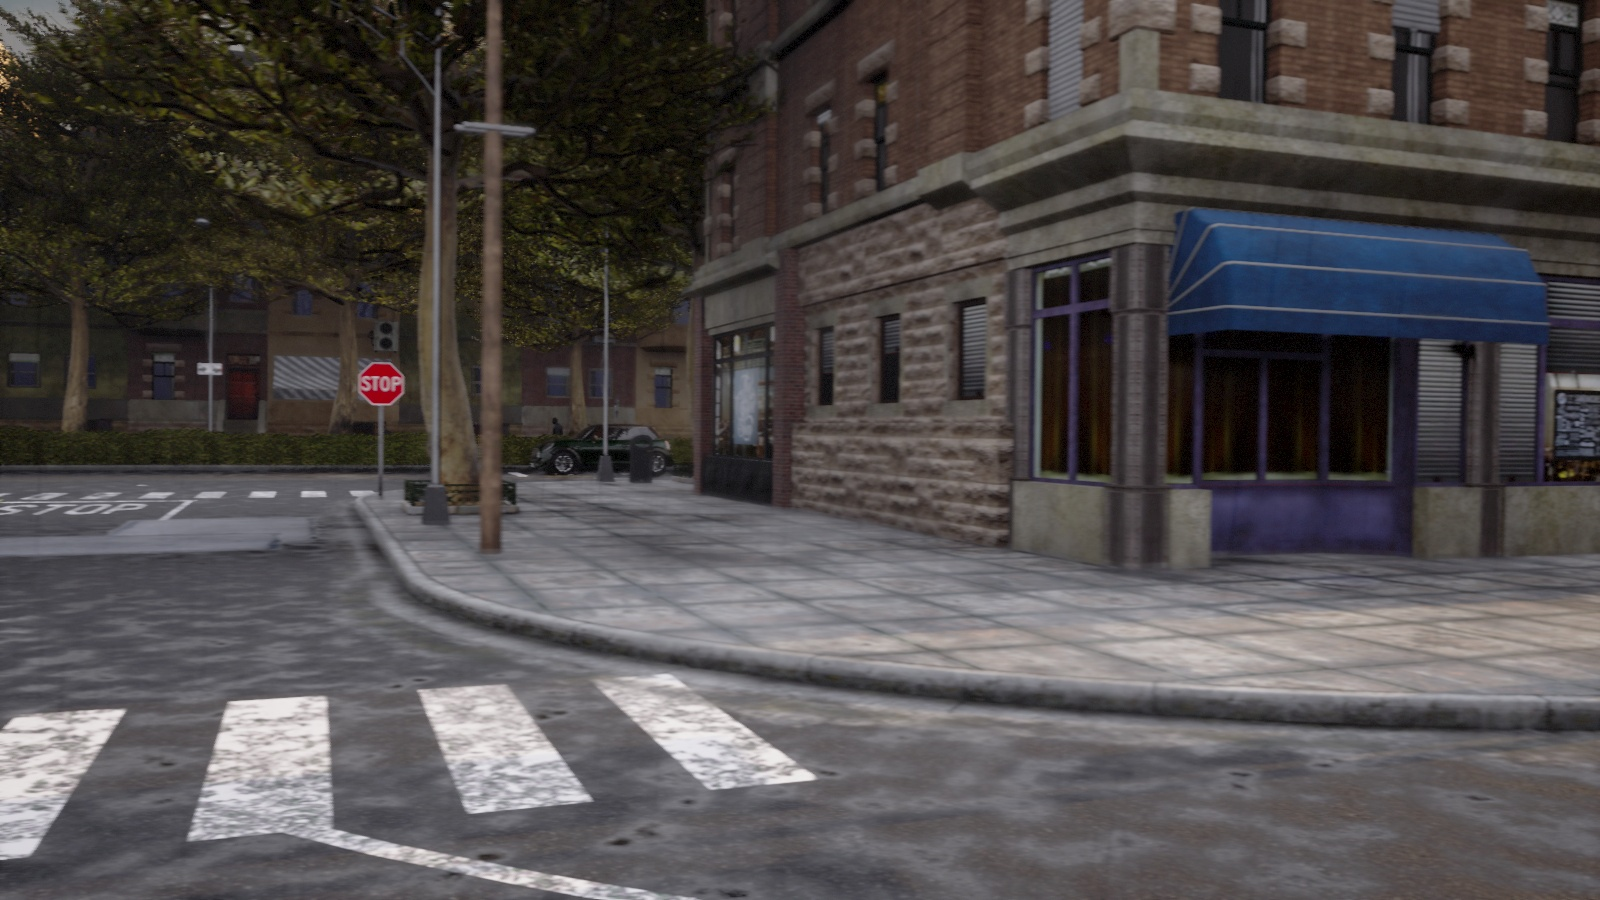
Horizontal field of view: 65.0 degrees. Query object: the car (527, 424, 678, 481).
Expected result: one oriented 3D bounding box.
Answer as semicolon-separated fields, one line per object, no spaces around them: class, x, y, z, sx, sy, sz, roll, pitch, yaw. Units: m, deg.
car;-6.517;0.053;41.421;4.553;1.767;2.097;-1;1;-21
